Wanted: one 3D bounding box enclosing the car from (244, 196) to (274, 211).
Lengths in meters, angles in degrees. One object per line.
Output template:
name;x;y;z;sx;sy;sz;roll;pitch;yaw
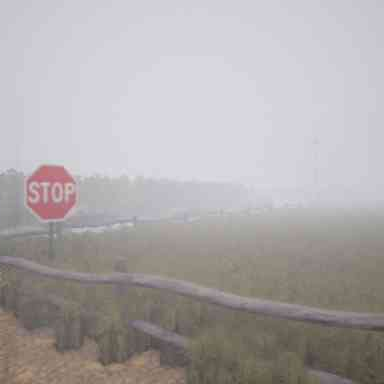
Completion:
car;8.696;1.506;42.726;2.150;2.045;5.566;-1;-1;36

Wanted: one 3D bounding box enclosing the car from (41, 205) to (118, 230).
car;-6.977;1.598;21.074;1.882;1.535;5.008;-1;-1;36

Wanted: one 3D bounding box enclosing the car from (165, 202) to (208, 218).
car;-0.413;1.703;30.187;2.128;1.511;4.902;-1;-1;36
